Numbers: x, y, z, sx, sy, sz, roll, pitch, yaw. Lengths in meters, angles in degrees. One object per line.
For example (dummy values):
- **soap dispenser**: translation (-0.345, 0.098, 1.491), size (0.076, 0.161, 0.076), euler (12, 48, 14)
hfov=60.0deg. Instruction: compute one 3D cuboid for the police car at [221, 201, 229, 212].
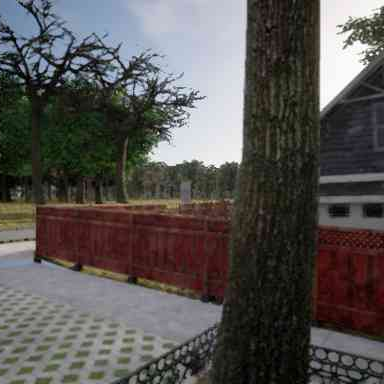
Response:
- **police car**: translation (4.016, 1.964, 42.477), size (2.038, 1.542, 4.974), euler (-2, -2, 34)
